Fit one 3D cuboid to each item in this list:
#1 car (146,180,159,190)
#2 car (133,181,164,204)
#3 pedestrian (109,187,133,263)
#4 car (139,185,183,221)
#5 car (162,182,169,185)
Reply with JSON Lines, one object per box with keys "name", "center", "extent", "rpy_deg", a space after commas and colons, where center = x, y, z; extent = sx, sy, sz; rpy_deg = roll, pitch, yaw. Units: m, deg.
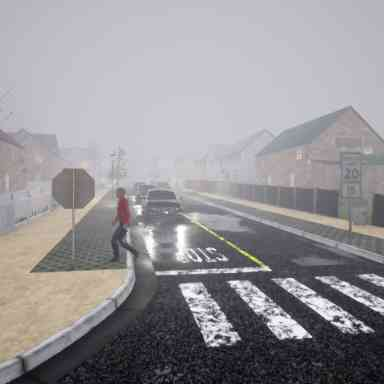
{"name": "car", "center": [-6.775, -1.221, 57.081], "extent": [1.812, 1.442, 4.674], "rpy_deg": [0, 3, -12]}
{"name": "car", "center": [-3.762, 0.123, 28.021], "extent": [1.837, 1.490, 4.892], "rpy_deg": [0, 3, -12]}
{"name": "pedestrian", "center": [-1.640, 0.717, 7.777], "extent": [0.375, 1.860, 0.375], "rpy_deg": [3, -1, -12]}
{"name": "car", "center": [-1.692, 0.612, 18.006], "extent": [1.837, 1.490, 4.892], "rpy_deg": [0, 3, -12]}
{"name": "car", "center": [-3.980, -0.613, 43.590], "extent": [1.882, 1.535, 5.008], "rpy_deg": [0, 2, -11]}
